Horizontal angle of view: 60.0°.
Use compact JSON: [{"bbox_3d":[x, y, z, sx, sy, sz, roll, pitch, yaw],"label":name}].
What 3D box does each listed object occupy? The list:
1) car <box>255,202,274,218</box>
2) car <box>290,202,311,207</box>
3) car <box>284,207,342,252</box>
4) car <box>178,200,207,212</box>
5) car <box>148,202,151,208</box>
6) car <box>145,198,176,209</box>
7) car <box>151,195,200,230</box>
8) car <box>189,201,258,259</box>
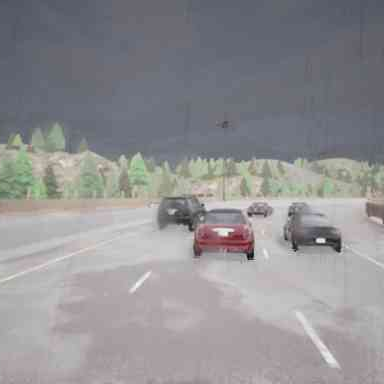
[{"bbox_3d":[6.742,1.702,32.624,2.033,1.411,5.357,0,0,23],"label":"car"},{"bbox_3d":[10.658,1.708,32.893,2.033,1.411,5.357,0,0,24],"label":"car"},{"bbox_3d":[5.049,1.602,14.261,1.812,1.442,4.674,0,0,10],"label":"car"},{"bbox_3d":[0.132,1.808,43.736,1.895,1.301,4.718,0,0,27],"label":"car"},{"bbox_3d":[-3.269,1.431,44.766,2.150,2.045,5.566,0,0,27],"label":"car"},{"bbox_3d":[-4.637,1.732,49.623,2.128,1.511,4.902,0,0,29],"label":"car"},{"bbox_3d":[-0.518,1.309,21.641,2.150,2.045,5.566,0,0,14],"label":"car"},{"bbox_3d":[1.337,1.410,13.108,2.097,1.767,4.553,0,0,8],"label":"car"}]
